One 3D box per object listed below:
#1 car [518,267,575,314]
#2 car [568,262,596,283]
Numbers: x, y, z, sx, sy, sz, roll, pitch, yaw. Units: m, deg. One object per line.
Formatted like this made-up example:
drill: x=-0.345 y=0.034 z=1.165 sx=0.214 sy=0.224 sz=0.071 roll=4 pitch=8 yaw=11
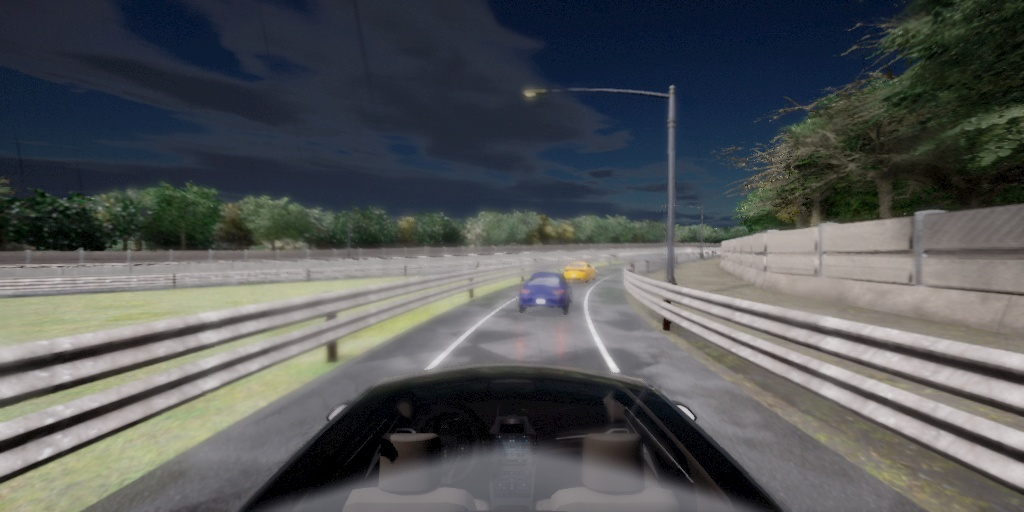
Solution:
car: x=1.435 y=1.369 z=14.392 sx=1.812 sy=1.442 sz=4.674 roll=0 pitch=0 yaw=12
car: x=5.497 y=1.246 z=28.839 sx=1.882 sy=1.535 sz=5.008 roll=1 pitch=1 yaw=22
